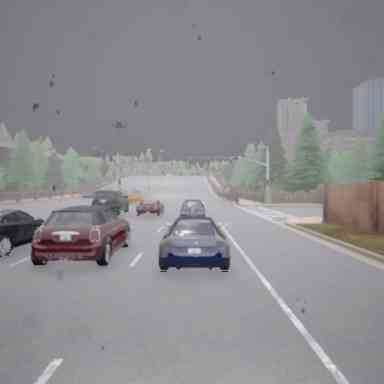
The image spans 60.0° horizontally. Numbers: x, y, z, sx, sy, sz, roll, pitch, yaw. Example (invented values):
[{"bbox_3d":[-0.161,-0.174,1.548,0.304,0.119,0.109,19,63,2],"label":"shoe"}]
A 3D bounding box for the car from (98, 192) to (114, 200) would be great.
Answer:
[{"bbox_3d":[-17.522,0.746,67.953,2.033,1.411,5.357,0,1,0],"label":"car"}]

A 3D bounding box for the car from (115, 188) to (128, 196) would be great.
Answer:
[{"bbox_3d":[-17.606,-0.014,83.470,2.128,1.511,4.902,0,4,0],"label":"car"}]

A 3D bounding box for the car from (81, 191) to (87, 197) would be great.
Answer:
[{"bbox_3d":[-21.022,0.561,67.965,2.097,1.767,4.553,0,1,0],"label":"car"}]

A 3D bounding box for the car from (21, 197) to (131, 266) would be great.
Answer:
[{"bbox_3d":[-3.432,1.224,11.153,2.097,1.767,4.553,0,1,0],"label":"car"}]

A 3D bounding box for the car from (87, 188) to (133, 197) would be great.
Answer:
[{"bbox_3d":[-6.910,0.888,28.738,2.150,2.045,5.566,0,1,0],"label":"car"}]

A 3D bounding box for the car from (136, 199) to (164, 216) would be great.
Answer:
[{"bbox_3d":[-3.414,1.276,28.093,1.895,1.301,4.718,0,1,0],"label":"car"}]

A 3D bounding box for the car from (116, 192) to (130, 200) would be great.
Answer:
[{"bbox_3d":[-14.022,0.706,67.969,1.837,1.490,4.892,0,1,0],"label":"car"}]

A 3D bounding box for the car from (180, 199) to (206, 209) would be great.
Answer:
[{"bbox_3d":[0.070,1.260,24.875,2.033,1.411,5.357,0,1,0],"label":"car"}]

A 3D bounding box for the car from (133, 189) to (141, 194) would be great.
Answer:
[{"bbox_3d":[-14.106,-0.014,83.488,2.128,1.511,4.902,0,4,0],"label":"car"}]

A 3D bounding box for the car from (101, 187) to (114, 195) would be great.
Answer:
[{"bbox_3d":[-21.106,-0.185,83.470,2.097,1.767,4.553,0,4,0],"label":"car"}]

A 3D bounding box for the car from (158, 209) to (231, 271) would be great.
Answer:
[{"bbox_3d":[0.069,1.442,10.474,1.994,1.385,4.181,0,1,0],"label":"car"}]

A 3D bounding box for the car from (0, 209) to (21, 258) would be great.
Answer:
[{"bbox_3d":[-6.924,1.336,12.117,1.882,1.535,5.008,0,1,0],"label":"car"}]
